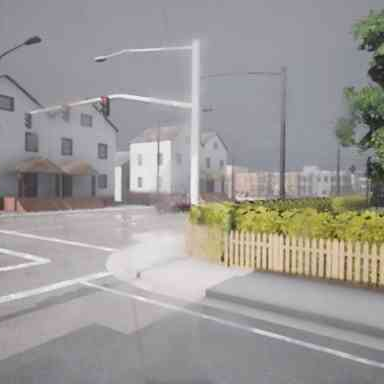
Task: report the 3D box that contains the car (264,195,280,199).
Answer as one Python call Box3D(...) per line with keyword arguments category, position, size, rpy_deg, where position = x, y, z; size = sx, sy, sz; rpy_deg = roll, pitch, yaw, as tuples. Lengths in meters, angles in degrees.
Box3D(category="car", position=(12.458, 1.145, 50.778), size=(2.128, 1.511, 4.902), rpy_deg=(1, 1, 35))

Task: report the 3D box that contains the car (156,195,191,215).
Box3D(category="car", position=(-1.332, 1.095, 31.047), size=(2.097, 1.767, 4.553), rpy_deg=(1, 0, 35))
